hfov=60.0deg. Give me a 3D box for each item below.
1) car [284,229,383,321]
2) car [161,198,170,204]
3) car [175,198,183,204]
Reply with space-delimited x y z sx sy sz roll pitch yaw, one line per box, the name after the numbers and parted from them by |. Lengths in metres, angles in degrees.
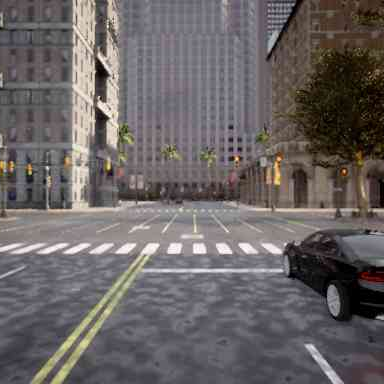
3.507 1.555 7.455 1.882 1.535 5.008 0 -2 0 | car
-6.848 2.329 85.863 2.128 1.511 4.902 0 -1 1 | car
-3.348 2.343 85.828 2.033 1.411 5.357 0 -1 1 | car
